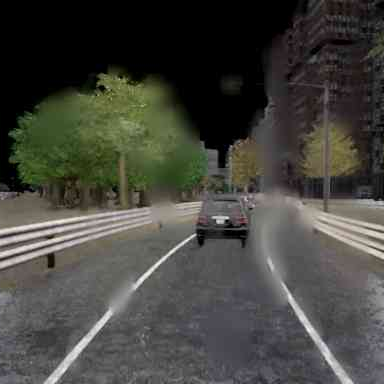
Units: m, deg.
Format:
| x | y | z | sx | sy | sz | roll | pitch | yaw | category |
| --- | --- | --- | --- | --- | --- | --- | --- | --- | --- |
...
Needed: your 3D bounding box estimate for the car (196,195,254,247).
| x | y | z | sx | sy | sz | roll | pitch | yaw | category |
| --- | --- | --- | --- | --- | --- | --- | --- | --- | --- |
| 1.606 | 1.228 | 15.372 | 2.150 | 2.045 | 5.566 | 0 | 0 | 11 | car |
